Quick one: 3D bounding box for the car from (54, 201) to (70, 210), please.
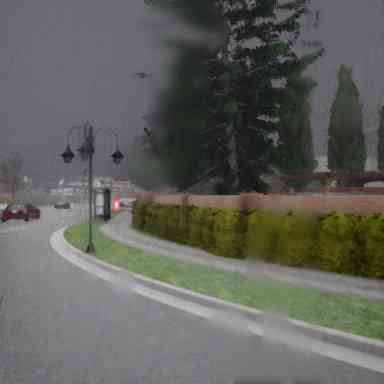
[{"bbox_3d":[-23.380,2.377,59.764,1.882,1.535,5.008,0,-1,-8],"label":"car"}]

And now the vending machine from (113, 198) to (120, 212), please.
[{"bbox_3d":[-11.574,1.948,50.992,1.100,2.100,0.880,1,-1,-8],"label":"vending machine"}]

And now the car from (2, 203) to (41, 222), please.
[{"bbox_3d":[-15.324,1.744,30.180,2.097,1.767,4.553,0,-1,-9],"label":"car"}]
